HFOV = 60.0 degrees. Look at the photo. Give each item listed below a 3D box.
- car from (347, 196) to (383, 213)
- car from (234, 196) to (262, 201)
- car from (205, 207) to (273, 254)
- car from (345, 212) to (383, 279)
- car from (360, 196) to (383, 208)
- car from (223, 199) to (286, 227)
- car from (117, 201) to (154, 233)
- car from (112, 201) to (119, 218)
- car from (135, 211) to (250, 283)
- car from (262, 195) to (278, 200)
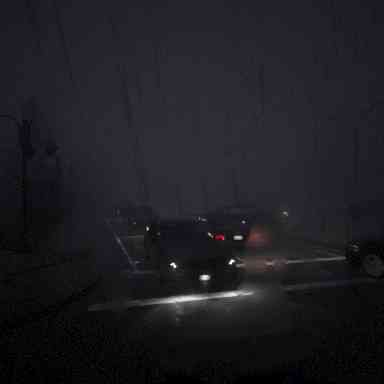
[{"bbox_3d":[15.622,1.356,29.164,1.970,1.475,3.806,0,0,-17],"label":"car"},{"bbox_3d":[7.412,1.288,46.134,2.007,1.523,4.514,0,0,-17],"label":"car"},{"bbox_3d":[1.354,1.538,13.386,2.033,1.411,5.357,0,0,-4],"label":"car"},{"bbox_3d":[6.524,1.475,8.222,5.008,1.535,1.882,0,0,40],"label":"car"},{"bbox_3d":[23.953,1.274,43.138,1.845,1.501,3.633,0,0,-17],"label":"car"},{"bbox_3d":[2.857,1.466,19.892,5.357,1.411,2.033,-3,1,-15],"label":"car"},{"bbox_3d":[-3.089,1.529,19.937,2.033,1.411,5.357,0,0,-17],"label":"car"},{"bbox_3d":[-6.233,1.515,30.094,2.033,1.411,5.357,0,0,-17],"label":"car"},{"bbox_3d":[-0.371,1.543,10.098,2.033,1.411,5.357,0,0,-15],"label":"car"},{"bbox_3d":[10.402,1.278,47.086,2.152,1.636,5.027,0,0,-17],"label":"car"}]
